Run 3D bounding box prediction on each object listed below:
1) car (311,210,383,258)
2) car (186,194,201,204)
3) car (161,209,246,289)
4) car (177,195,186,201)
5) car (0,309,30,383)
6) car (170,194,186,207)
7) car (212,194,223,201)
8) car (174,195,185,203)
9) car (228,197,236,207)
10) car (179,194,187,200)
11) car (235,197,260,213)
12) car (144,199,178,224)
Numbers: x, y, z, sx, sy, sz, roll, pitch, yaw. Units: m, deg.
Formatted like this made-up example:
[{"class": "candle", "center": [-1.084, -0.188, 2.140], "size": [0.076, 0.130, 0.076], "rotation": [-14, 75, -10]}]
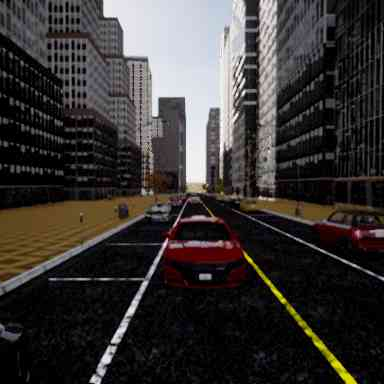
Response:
[{"class": "car", "center": [6.045, 1.389, 12.646], "size": [1.967, 1.590, 4.097], "rotation": [-1, 0, 0]}, {"class": "car", "center": [0.408, 1.142, 57.485], "size": [2.097, 1.767, 4.553], "rotation": [0, 0, 0]}, {"class": "car", "center": [0.267, 1.440, 9.245], "size": [1.882, 1.535, 5.008], "rotation": [0, 0, 0]}, {"class": "car", "center": [-2.280, 1.320, 74.527], "size": [1.802, 1.307, 4.206], "rotation": [-1, 0, 0]}, {"class": "car", "center": [-2.343, 1.545, 1.403], "size": [2.008, 1.369, 4.403], "rotation": [-1, 0, 0]}, {"class": "car", "center": [-2.307, 1.266, 46.402], "size": [1.967, 1.590, 4.097], "rotation": [-1, 0, 0]}, {"class": "car", "center": [6.099, 1.263, 74.689], "size": [1.752, 1.417, 4.829], "rotation": [-1, 0, 0]}, {"class": "car", "center": [-2.290, 1.316, 63.277], "size": [1.887, 1.381, 4.507], "rotation": [-1, 0, 0]}, {"class": "car", "center": [6.076, 1.392, 46.395], "size": [1.947, 1.339, 4.313], "rotation": [-1, 0, 0]}, {"class": "car", "center": [-2.271, 1.256, 85.777], "size": [2.008, 1.369, 4.403], "rotation": [-1, 0, 0]}, {"class": "car", "center": [6.066, 1.390, 35.317], "size": [1.752, 1.417, 4.829], "rotation": [-1, 0, 0]}, {"class": "car", "center": [-2.323, 1.457, 23.903], "size": [2.008, 1.369, 4.403], "rotation": [-1, 0, 0]}]
